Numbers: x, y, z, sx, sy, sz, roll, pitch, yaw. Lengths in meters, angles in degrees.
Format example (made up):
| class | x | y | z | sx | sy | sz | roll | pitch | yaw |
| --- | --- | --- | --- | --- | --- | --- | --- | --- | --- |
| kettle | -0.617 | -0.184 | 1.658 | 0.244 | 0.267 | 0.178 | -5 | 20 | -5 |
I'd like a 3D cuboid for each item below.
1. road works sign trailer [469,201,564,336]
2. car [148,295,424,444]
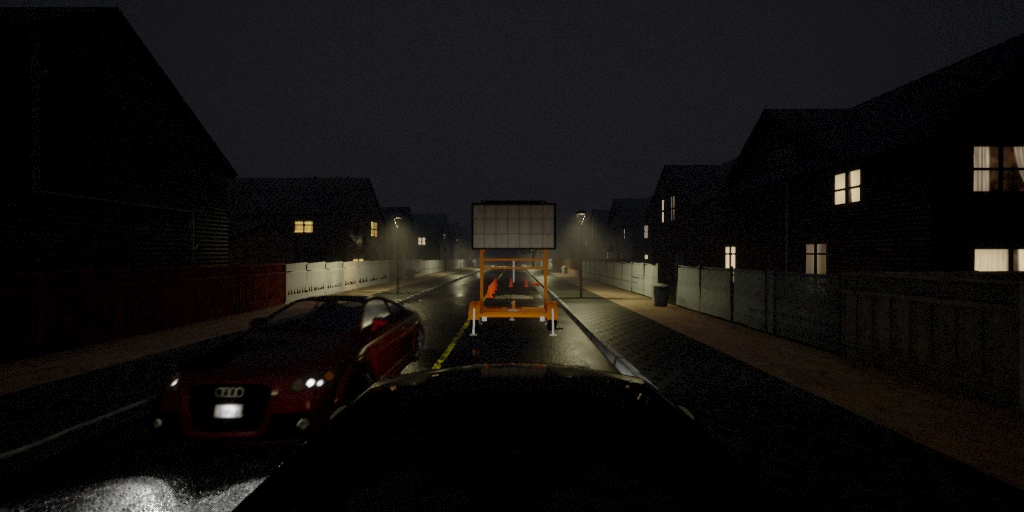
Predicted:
| class | x | y | z | sx | sy | sz | roll | pitch | yaw |
| --- | --- | --- | --- | --- | --- | --- | --- | --- | --- |
| road works sign trailer | 0.049 | 0.215 | 10.390 | 2.380 | 3.560 | 2.880 | 0 | 0 | 1 |
| car | -2.731 | 1.313 | 5.458 | 1.994 | 1.385 | 4.181 | 0 | 0 | 0 |
